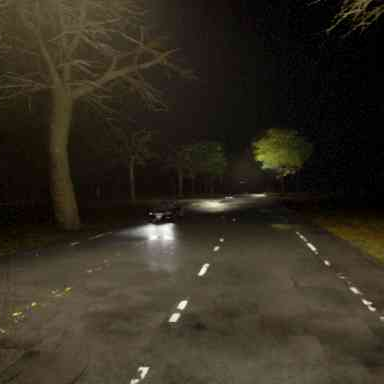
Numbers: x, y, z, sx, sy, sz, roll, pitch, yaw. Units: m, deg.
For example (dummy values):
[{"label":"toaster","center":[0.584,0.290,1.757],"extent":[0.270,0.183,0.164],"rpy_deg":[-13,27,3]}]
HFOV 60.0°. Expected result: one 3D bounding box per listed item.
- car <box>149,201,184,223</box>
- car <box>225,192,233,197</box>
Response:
[{"label":"car","center":[-1.952,1.501,26.270],"extent":[2.128,1.511,4.902],"rpy_deg":[-3,0,10]},{"label":"car","center":[10.316,0.780,93.352],"extent":[1.994,1.385,4.181],"rpy_deg":[-3,0,10]}]
